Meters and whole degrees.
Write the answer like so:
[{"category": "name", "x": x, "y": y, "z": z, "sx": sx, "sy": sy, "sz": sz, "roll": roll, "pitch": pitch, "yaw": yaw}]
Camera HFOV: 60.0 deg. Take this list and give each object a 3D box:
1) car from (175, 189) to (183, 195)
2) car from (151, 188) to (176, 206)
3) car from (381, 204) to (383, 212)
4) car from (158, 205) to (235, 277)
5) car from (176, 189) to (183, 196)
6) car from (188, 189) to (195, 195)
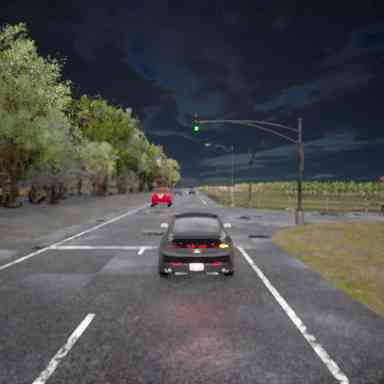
[{"category": "car", "x": -3.514, "y": -0.001, "z": 89.710, "sx": 2.128, "sy": 1.511, "sz": 4.902, "roll": 0, "pitch": 1, "yaw": 0}, {"category": "car", "x": -3.406, "y": 0.571, "z": 38.667, "sx": 2.150, "sy": 2.045, "sz": 5.566, "roll": 0, "pitch": 1, "yaw": 0}, {"category": "car", "x": 19.223, "y": 1.250, "z": 28.974, "sx": 5.008, "sy": 1.535, "sz": 1.882, "roll": 1, "pitch": 0, "yaw": 0}, {"category": "car", "x": 0.118, "y": 1.341, "z": 9.657, "sx": 1.837, "sy": 1.490, "sz": 4.892, "roll": 0, "pitch": 1, "yaw": 0}, {"category": "car", "x": -3.512, "y": 0.153, "z": 79.310, "sx": 1.837, "sy": 1.490, "sz": 4.892, "roll": 0, "pitch": 1, "yaw": 0}, {"category": "car", "x": -0.013, "y": 0.003, "z": 88.042, "sx": 1.837, "sy": 1.490, "sz": 4.892, "roll": 0, "pitch": 1, "yaw": 0}]
